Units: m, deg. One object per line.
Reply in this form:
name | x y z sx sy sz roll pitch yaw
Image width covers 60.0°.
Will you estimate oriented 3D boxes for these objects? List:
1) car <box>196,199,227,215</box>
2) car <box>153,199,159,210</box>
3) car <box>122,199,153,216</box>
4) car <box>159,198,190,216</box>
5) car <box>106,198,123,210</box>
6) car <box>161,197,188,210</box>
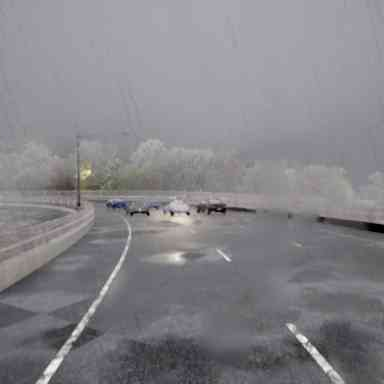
car | 1.829 1.435 33.326 1.882 1.535 5.008 -1 0 -17
car | -5.808 1.586 43.859 2.033 1.411 5.357 -1 0 -24
car | -5.475 1.605 33.150 1.994 1.385 4.181 -1 0 -18
car | -1.542 1.522 32.337 1.812 1.442 4.674 -1 0 -18
car | -10.366 1.566 45.309 1.882 1.535 5.008 -1 0 -26
car | -2.453 1.492 44.852 2.128 1.511 4.902 -1 0 -24
